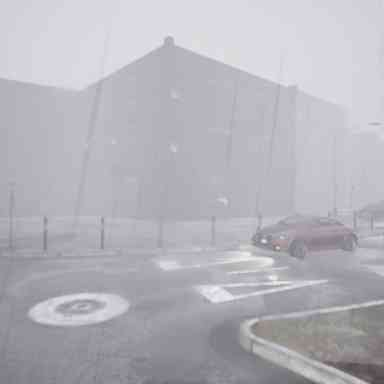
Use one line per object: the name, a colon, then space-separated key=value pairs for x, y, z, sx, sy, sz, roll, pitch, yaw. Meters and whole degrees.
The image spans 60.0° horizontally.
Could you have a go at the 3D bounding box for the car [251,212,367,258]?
car: x=4.352 y=1.585 z=12.812 sx=4.181 sy=1.385 sz=1.994 roll=0 pitch=0 yaw=-27

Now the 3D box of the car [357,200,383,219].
car: x=15.909 y=1.387 z=26.880 sx=2.185 sy=1.767 sz=4.553 roll=0 pitch=0 yaw=-42

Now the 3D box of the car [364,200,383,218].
car: x=17.927 y=1.515 z=28.768 sx=2.097 sy=1.535 sz=5.008 roll=0 pitch=0 yaw=-42
